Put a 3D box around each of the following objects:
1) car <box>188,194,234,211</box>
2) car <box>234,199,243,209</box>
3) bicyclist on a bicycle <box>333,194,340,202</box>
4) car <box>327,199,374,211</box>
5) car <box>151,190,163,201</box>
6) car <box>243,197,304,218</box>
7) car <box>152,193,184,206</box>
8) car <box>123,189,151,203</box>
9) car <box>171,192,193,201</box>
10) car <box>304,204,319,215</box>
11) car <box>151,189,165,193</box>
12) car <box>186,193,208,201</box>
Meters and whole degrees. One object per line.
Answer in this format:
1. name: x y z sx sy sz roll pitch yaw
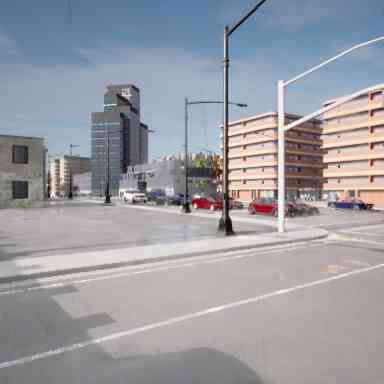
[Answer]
1. car: 1.968 1.228 36.891 1.882 1.535 5.008 0 1 -34
2. car: 4.148 1.255 39.909 1.812 1.442 4.674 0 1 -34
3. bicyclist on a bicycle: 19.983 1.092 45.971 1.656 1.620 0.582 0 1 -34
4. car: 18.114 1.455 38.321 1.895 1.301 4.718 0 1 -33
5. car: -7.300 0.875 56.733 1.837 1.490 4.892 0 1 -34
6. car: 7.115 1.230 29.382 2.097 1.767 4.553 0 1 -34
7. car: -3.156 1.156 44.400 1.994 1.385 4.181 0 1 -34
8. car: -9.121 0.626 53.177 2.150 2.045 5.566 0 1 -33
9. car: -1.907 0.861 61.431 1.837 1.490 4.892 0 1 -34
10. car: 9.496 1.412 32.090 2.033 1.411 5.357 0 1 -35
11. car: -7.565 0.333 69.601 2.150 2.045 5.566 0 1 -34
12. car: 0.906 0.956 63.422 1.895 1.301 4.718 0 1 -34
